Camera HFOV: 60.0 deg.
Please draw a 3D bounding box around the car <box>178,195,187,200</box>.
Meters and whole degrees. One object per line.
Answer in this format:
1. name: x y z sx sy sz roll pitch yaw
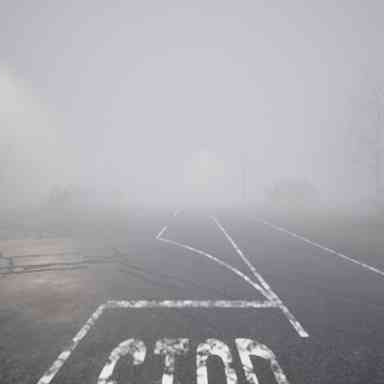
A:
1. car: -2.510 1.434 86.890 1.895 1.301 4.718 0 0 5
